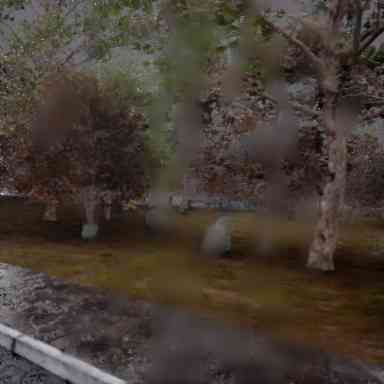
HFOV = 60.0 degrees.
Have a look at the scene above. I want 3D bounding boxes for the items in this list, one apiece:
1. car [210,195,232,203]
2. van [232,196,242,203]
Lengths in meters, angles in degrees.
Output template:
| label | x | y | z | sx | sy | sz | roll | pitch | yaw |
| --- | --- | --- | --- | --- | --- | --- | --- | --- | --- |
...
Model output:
| label | x | y | z | sx | sy | sz | roll | pitch | yaw |
| --- | --- | --- | --- | --- | --- | --- | --- | --- | --- |
| car | 7.325 | 1.930 | 89.922 | 2.435 | 2.045 | 5.566 | 6 | 1 | 44 |
| van | 11.129 | 2.208 | 93.825 | 1.878 | 1.987 | 4.442 | 6 | 1 | 44 |
